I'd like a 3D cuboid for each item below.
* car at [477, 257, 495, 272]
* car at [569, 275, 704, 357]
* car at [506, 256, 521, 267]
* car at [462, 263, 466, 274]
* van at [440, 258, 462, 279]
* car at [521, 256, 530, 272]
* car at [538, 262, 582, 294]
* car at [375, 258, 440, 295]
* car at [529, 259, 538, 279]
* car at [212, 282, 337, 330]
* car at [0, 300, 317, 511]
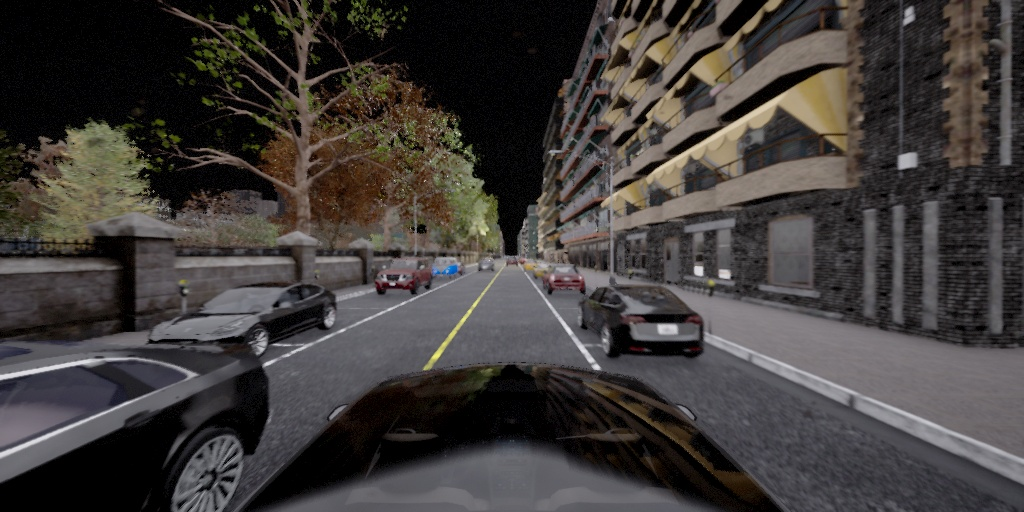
[{"bbox_3d":[-3.077,1.143,43.255,2.128,1.511,4.902,0,0,0],"label":"car"},{"bbox_3d":[2.693,1.297,8.278,1.948,1.339,4.313,0,0,0],"label":"car"},{"bbox_3d":[0.013,0.972,63.966,2.097,1.767,4.553,0,0,0],"label":"car"},{"bbox_3d":[-5.682,1.247,36.429,1.802,1.307,4.207,0,0,0],"label":"car"},{"bbox_3d":[-5.683,1.017,30.799,1.690,1.789,3.998,0,0,0],"label":"van"},{"bbox_3d":[2.359,1.106,44.639,1.801,1.575,5.366,0,0,0],"label":"car"},{"bbox_3d":[2.696,1.141,19.538,1.967,1.591,4.097,0,0,0],"label":"car"},{"bbox_3d":[-5.684,1.016,19.539,2.192,1.841,5.009,0,0,0],"label":"car"},{"bbox_3d":[2.698,1.202,30.968,1.751,1.417,4.829,0,0,0],"label":"car"},{"bbox_3d":[-5.687,1.297,8.280,1.948,1.339,4.313,0,0,0],"label":"car"},{"bbox_3d":[-3.097,1.243,1.227,2.128,1.511,4.902,0,0,0],"label":"car"}]
